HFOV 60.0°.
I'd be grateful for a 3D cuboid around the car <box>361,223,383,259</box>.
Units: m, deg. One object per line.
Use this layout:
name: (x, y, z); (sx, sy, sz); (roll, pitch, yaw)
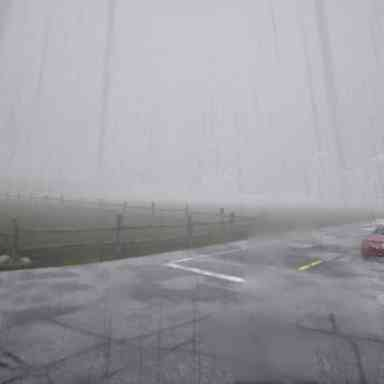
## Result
car: (8.329, 1.949, 13.456); (1.994, 1.385, 4.181); (1, -1, 40)
